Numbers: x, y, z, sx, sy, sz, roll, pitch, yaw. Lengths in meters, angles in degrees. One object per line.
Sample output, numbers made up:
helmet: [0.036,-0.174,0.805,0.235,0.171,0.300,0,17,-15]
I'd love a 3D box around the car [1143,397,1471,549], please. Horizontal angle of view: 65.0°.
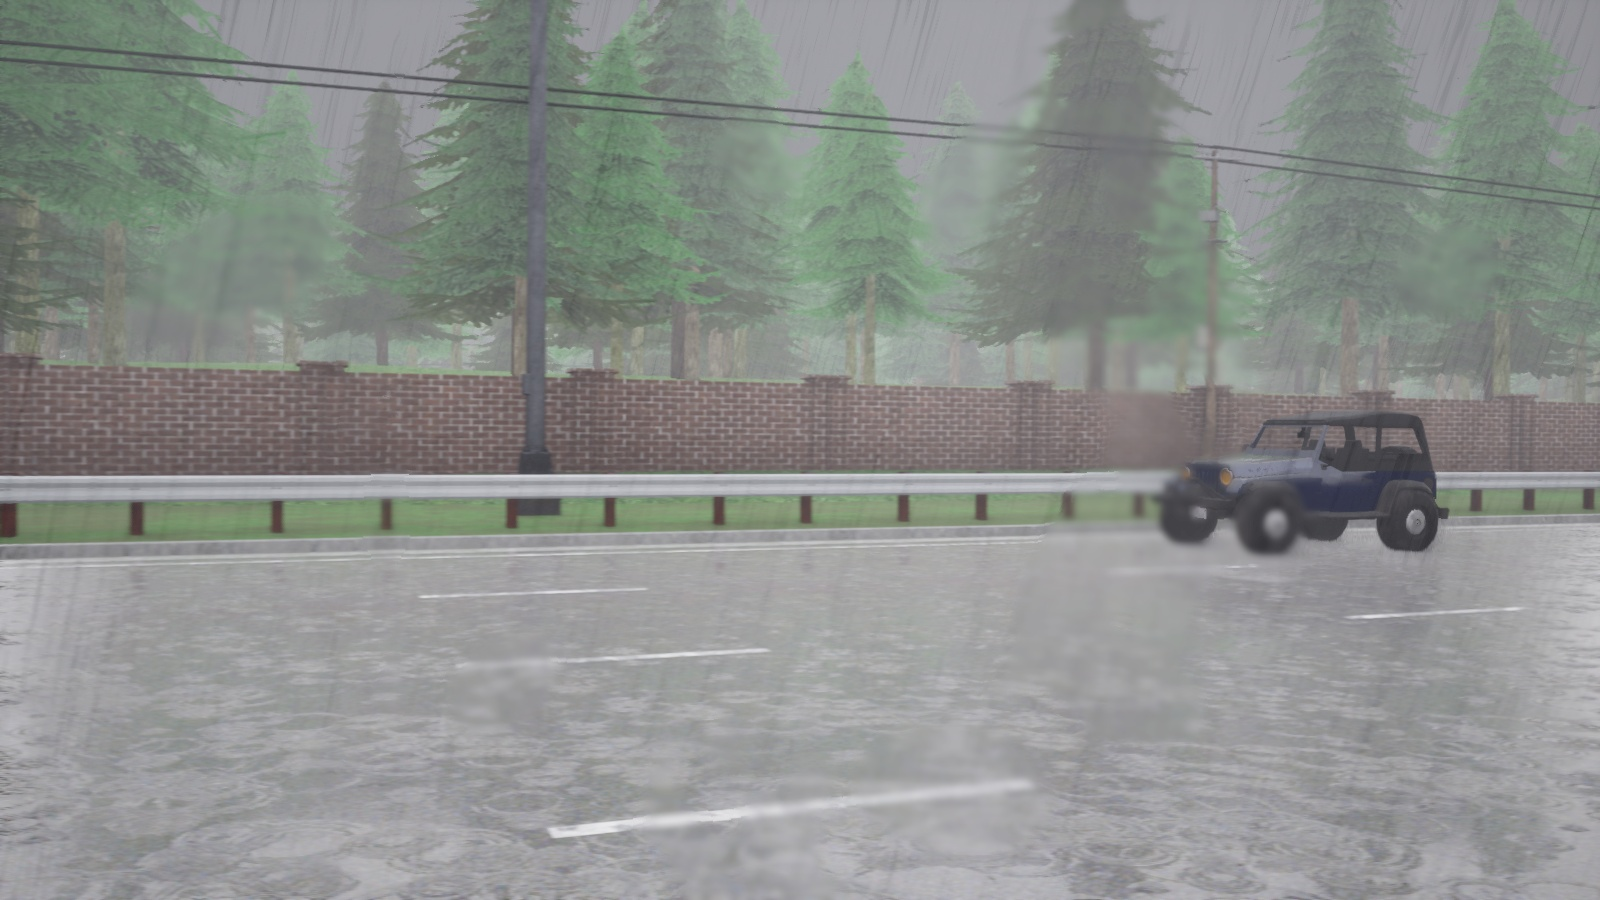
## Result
car: [6.869,0.242,17.075,3.866,1.878,1.905,-1,1,-21]
